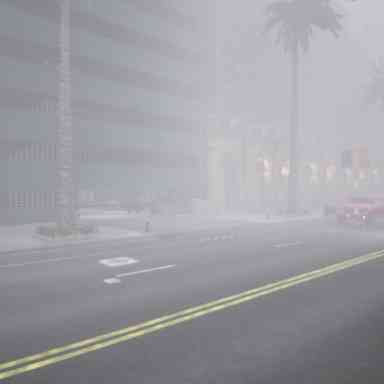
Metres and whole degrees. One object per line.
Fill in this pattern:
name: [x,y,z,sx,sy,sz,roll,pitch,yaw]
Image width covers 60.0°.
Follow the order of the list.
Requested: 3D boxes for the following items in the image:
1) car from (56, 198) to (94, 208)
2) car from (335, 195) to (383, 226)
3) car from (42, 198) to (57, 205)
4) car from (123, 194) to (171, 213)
car: [-17.535,1.787,50.571,4.718,1.301,1.895,0,0,-41]
car: [12.449,1.226,23.843,5.566,2.045,2.150,0,-1,-40]
car: [-24.749,1.825,59.665,4.786,1.482,2.161,0,0,-41]
car: [-4.898,1.208,37.042,5.566,2.045,2.435,0,0,-41]
